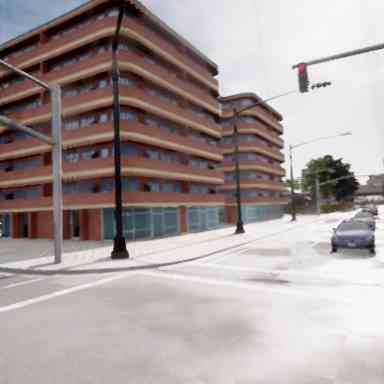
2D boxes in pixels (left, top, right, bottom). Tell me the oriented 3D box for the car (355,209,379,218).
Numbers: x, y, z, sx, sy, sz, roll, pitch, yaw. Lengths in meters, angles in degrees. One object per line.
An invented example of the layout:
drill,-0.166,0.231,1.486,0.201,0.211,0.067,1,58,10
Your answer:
car,14.636,2.482,28.306,1.812,1.442,4.674,-4,-3,29

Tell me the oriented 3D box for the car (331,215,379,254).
car,8.145,2.127,16.672,1.812,1.442,4.674,-4,-3,29

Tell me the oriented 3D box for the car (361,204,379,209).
car,26.343,2.807,49.144,2.150,2.045,5.566,-4,-4,29
